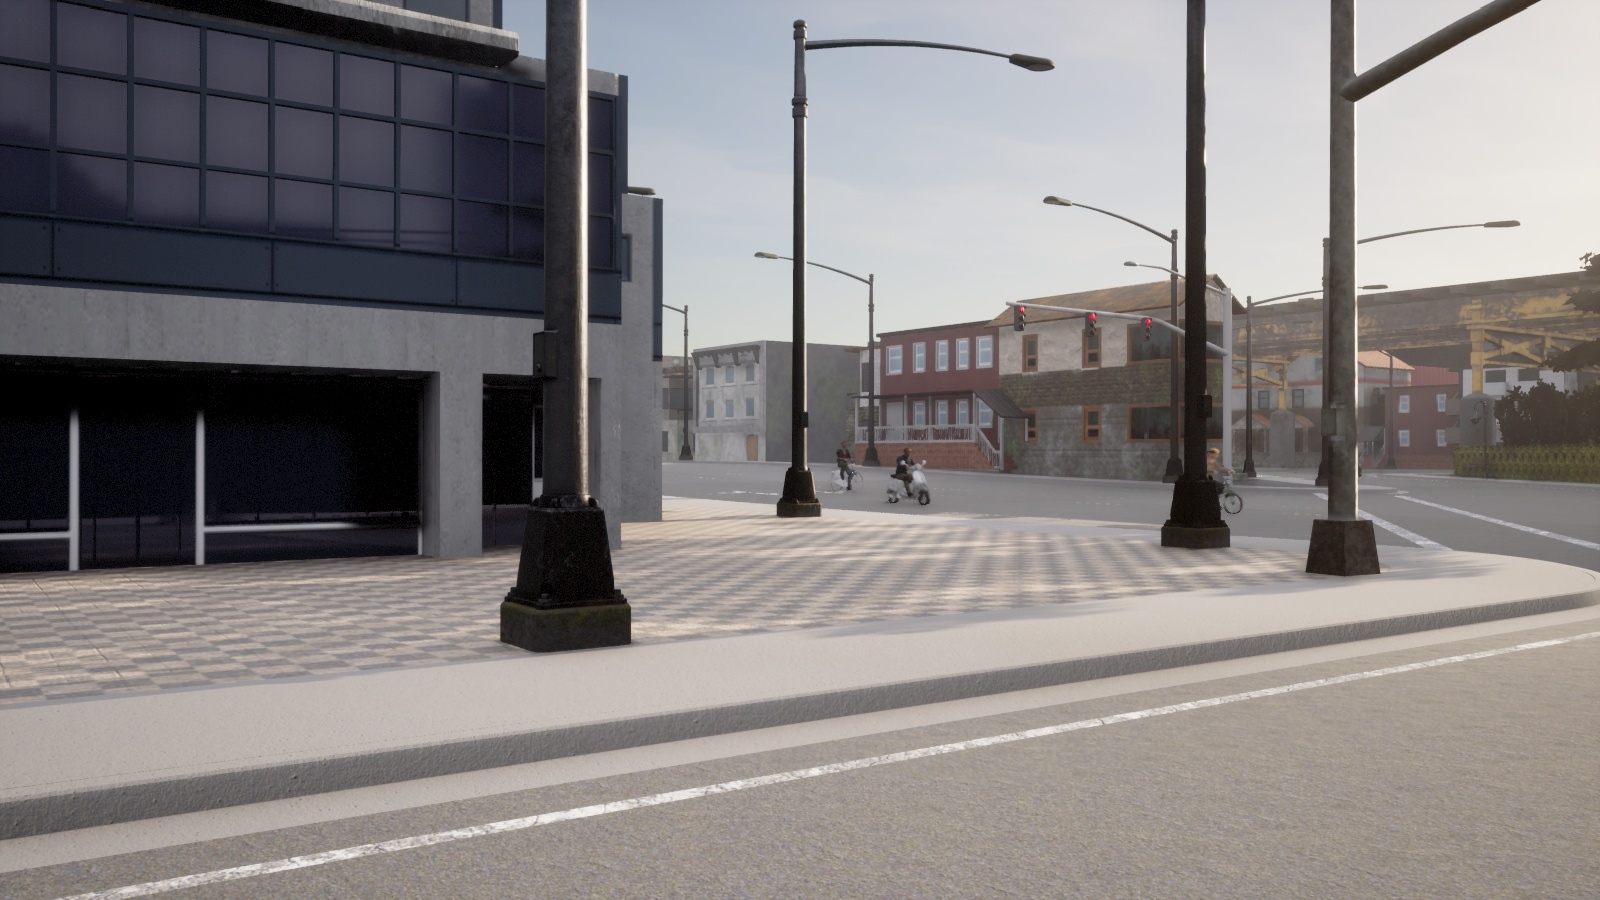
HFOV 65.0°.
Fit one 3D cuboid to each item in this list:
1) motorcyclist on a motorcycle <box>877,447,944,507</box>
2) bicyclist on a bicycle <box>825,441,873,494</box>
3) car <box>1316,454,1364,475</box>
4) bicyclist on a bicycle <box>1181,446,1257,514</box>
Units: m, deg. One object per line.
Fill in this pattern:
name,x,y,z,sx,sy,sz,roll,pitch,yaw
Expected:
motorcyclist on a motorcycle,3.030,0.715,34.594,0.866,1.590,1.817,-1,0,-35
bicyclist on a bicycle,1.647,0.576,42.621,0.659,1.776,1.843,0,1,-35
car,35.806,0.937,83.439,1.994,1.385,4.181,0,0,10
bicyclist on a bicycle,10.185,0.710,30.549,0.866,1.612,1.509,0,0,-35
